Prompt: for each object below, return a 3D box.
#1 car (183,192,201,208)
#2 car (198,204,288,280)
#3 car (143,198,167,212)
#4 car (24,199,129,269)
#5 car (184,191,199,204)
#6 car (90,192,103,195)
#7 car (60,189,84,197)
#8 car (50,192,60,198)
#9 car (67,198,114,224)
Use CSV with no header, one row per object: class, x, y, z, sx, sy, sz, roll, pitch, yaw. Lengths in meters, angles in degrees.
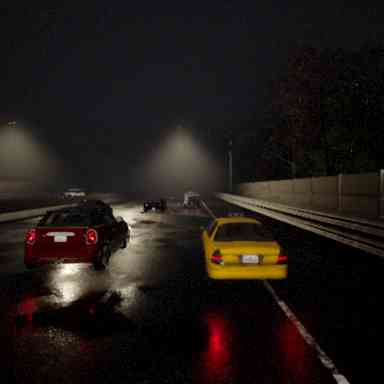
car,0.011,1.044,39.342,1.812,1.442,4.674,0,1,0
car,1.207,1.336,9.459,1.801,1.575,5.366,0,1,0
car,-3.460,1.205,32.236,1.895,1.301,4.718,0,1,0
car,-3.422,1.217,10.774,2.097,1.767,4.553,0,1,0
car,-0.095,0.753,49.403,2.097,1.767,4.553,0,1,0
car,-17.649,0.764,61.492,2.128,1.511,4.902,0,1,1
car,-21.132,0.509,59.814,2.150,2.045,5.566,0,1,0
car,-24.629,0.744,61.737,1.882,1.535,5.008,0,1,0
car,-6.944,1.239,23.256,1.812,1.442,4.674,0,1,0
